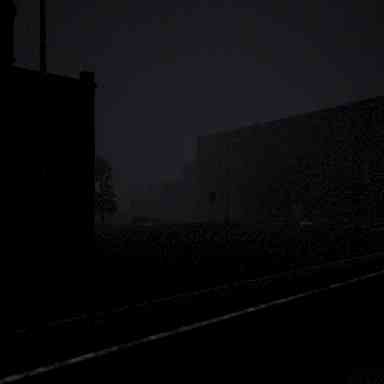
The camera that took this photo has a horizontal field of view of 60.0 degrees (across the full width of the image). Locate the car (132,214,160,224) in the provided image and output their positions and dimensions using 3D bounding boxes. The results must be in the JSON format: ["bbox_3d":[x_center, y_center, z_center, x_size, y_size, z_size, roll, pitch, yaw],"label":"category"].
[{"bbox_3d":[-6.476,3.772,46.029,2.033,1.411,5.357,0,-5,-36],"label":"car"}]
